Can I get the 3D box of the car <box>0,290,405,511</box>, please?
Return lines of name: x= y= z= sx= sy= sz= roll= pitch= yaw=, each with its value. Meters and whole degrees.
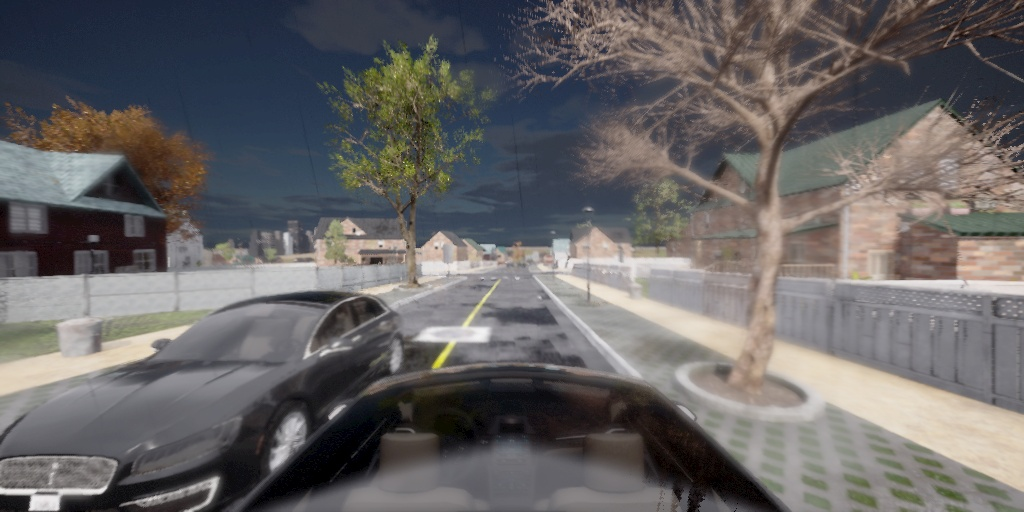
car: x=-2.837 y=1.265 z=4.613 sx=1.837 sy=1.490 sz=4.892 roll=0 pitch=0 yaw=0
